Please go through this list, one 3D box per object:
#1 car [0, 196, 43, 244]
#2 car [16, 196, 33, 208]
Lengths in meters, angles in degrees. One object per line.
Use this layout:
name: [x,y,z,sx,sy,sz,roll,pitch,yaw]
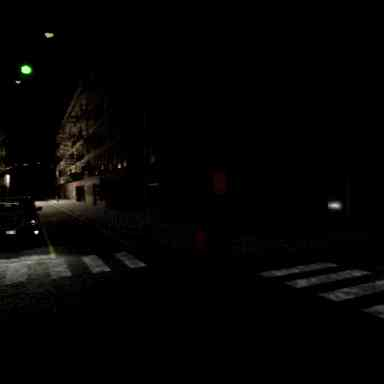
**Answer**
car: [-8.293,1.233,15.484,2.150,2.045,5.566,-2,1,-26]
car: [-25.498,1.480,50.640,2.128,1.511,4.902,-2,1,-26]
